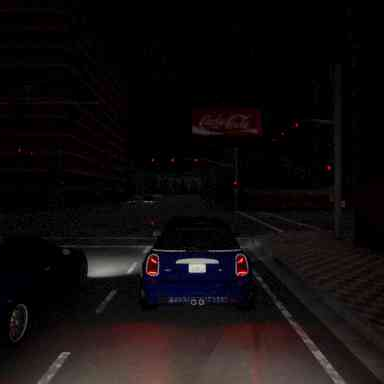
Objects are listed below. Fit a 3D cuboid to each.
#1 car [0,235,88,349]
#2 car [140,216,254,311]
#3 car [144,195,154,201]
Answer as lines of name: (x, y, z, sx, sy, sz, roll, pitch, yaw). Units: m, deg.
car: (-3.417, 1.526, 6.140, 1.812, 1.442, 4.674, 0, 0, 0)
car: (0.089, 1.352, 7.934, 2.097, 1.767, 4.553, 0, 0, 0)
car: (-10.613, 1.552, 82.266, 1.994, 1.385, 4.181, 0, 0, 0)
